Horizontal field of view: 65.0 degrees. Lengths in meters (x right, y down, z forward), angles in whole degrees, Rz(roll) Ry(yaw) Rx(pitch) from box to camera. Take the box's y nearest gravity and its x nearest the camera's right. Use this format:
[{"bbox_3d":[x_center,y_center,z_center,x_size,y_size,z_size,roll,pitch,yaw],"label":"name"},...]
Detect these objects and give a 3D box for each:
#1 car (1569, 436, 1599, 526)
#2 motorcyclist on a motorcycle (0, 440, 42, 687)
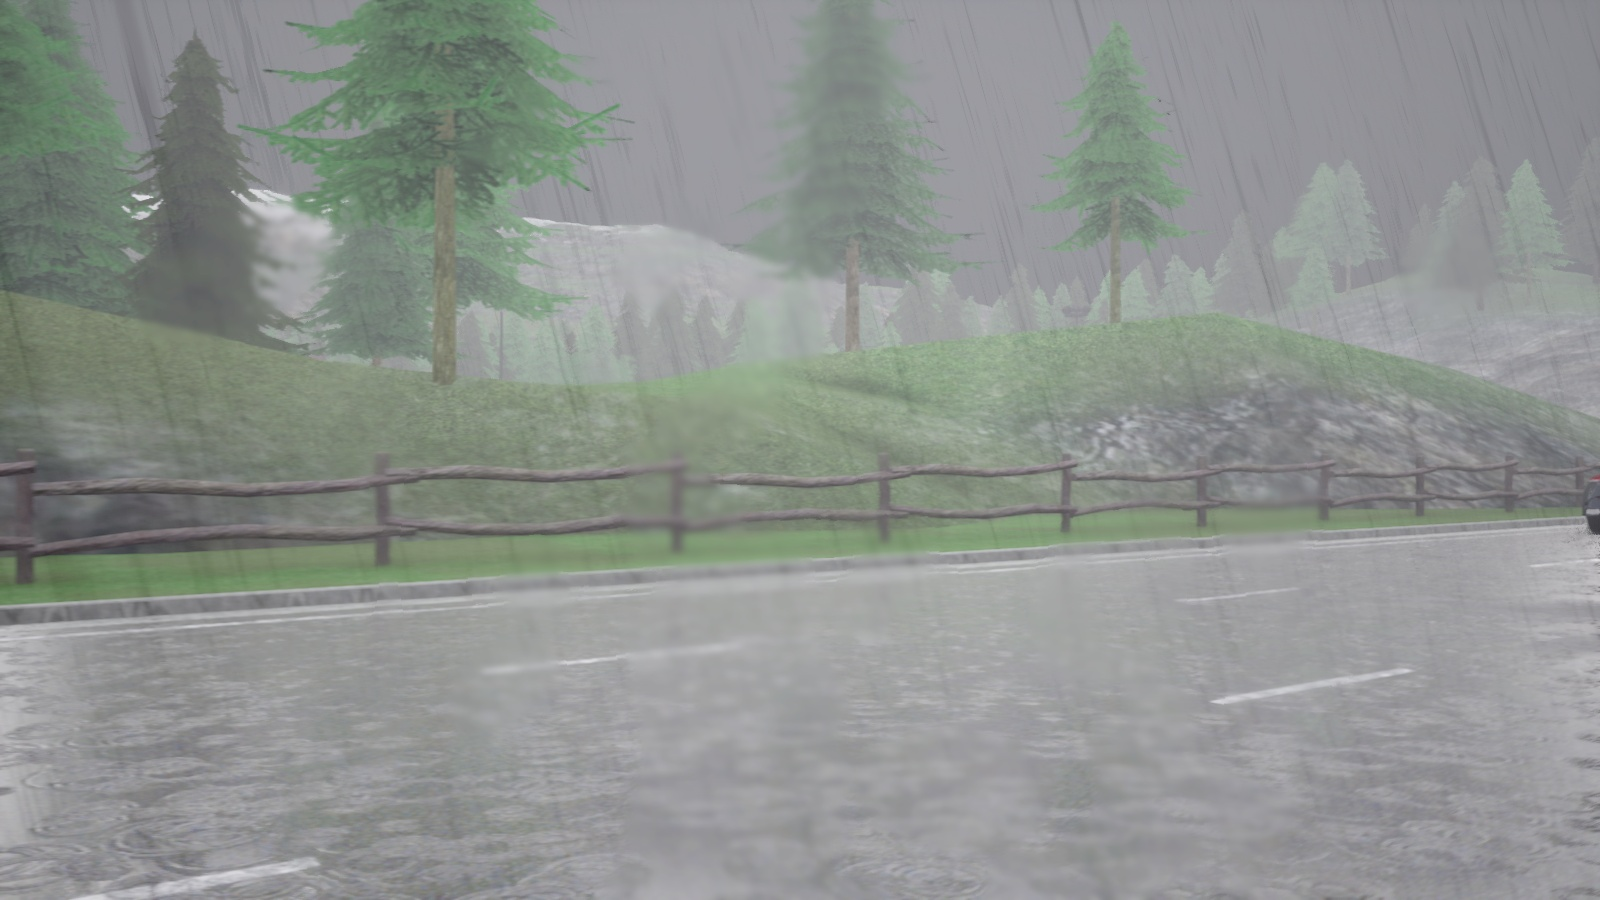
[{"bbox_3d":[17.088,0.574,24.083,5.027,1.651,2.152,0,0,-35],"label":"car"},{"bbox_3d":[-5.950,0.730,8.046,1.817,1.590,0.866,0,0,-35],"label":"motorcyclist on a motorcycle"}]
